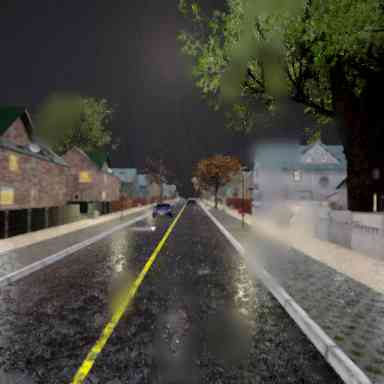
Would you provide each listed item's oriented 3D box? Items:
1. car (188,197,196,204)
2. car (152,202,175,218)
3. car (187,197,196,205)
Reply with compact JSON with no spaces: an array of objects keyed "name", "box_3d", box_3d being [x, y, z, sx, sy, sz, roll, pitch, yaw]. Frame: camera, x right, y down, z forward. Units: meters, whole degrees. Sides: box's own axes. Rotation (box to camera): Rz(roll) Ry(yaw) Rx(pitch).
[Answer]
[{"name":"car","box_3d":[-0.080,2.048,79.942,1.812,1.442,4.674,0,-1,0]},{"name":"car","box_3d":[-2.788,1.750,33.019,1.812,1.442,4.674,0,-1,0]},{"name":"car","box_3d":[-0.070,1.979,69.552,1.882,1.535,5.008,0,-1,0]}]
